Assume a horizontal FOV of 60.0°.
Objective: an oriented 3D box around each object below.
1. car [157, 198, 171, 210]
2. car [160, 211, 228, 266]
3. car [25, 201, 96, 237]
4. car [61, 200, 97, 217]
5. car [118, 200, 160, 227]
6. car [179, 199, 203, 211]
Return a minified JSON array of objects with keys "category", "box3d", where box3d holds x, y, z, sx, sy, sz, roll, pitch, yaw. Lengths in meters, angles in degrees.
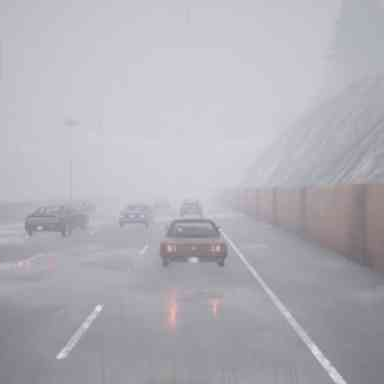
[{"category":"car","box3d":[-3.671,1.401,40.826,1.994,1.385,4.181,0,0,0]},{"category":"car","box3d":[0.033,1.553,11.260,1.895,1.301,4.718,0,0,0]},{"category":"car","box3d":[-7.011,1.435,17.688,2.128,1.511,4.902,0,0,0]},{"category":"car","box3d":[-10.606,1.495,31.629,1.895,1.301,4.718,0,0,0]},{"category":"car","box3d":[-3.540,1.464,21.996,2.033,1.411,5.357,0,0,-1]},{"category":"car","box3d":[-0.089,1.368,29.062,2.128,1.511,4.902,0,0,0]}]
